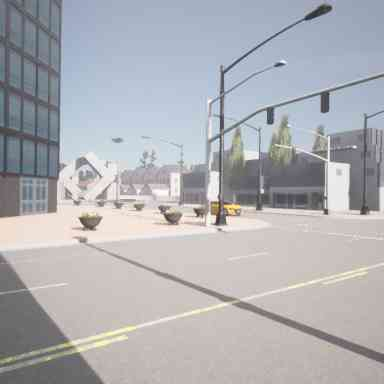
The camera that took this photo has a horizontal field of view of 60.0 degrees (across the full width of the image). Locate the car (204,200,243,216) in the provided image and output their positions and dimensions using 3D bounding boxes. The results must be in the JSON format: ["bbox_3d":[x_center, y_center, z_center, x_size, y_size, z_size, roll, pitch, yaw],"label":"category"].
[{"bbox_3d":[2.991,1.564,33.674,1.882,1.535,5.008,1,-1,-35],"label":"car"}]
